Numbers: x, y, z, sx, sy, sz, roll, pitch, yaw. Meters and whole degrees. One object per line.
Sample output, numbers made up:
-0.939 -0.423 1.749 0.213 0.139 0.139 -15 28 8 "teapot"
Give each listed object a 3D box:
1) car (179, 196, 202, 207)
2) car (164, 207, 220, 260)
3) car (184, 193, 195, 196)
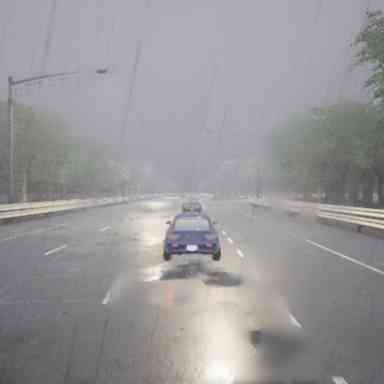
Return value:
-0.002 1.438 32.968 2.128 1.511 4.902 0 0 0 "car"
-0.003 1.506 12.292 1.812 1.442 4.674 0 0 0 "car"
-0.001 1.449 60.124 2.033 1.411 5.357 0 0 0 "car"
